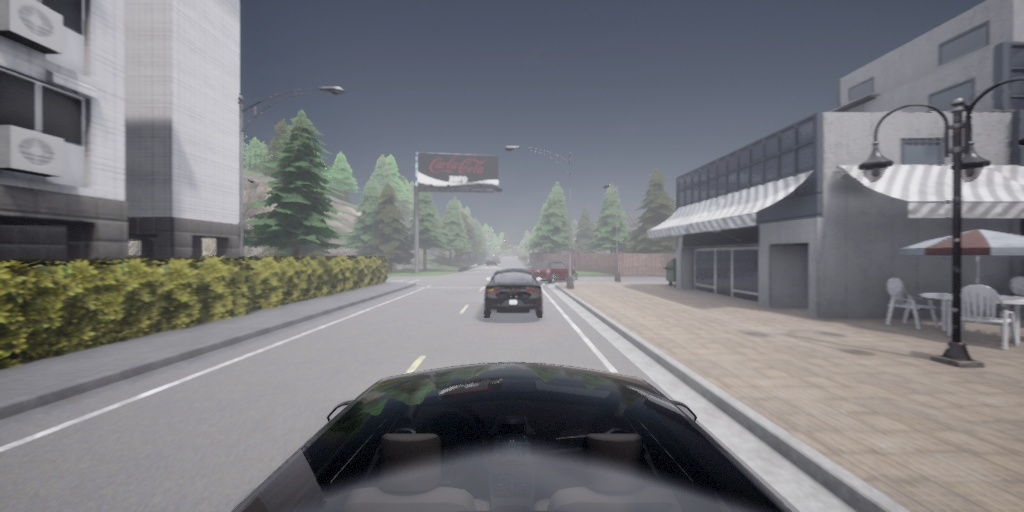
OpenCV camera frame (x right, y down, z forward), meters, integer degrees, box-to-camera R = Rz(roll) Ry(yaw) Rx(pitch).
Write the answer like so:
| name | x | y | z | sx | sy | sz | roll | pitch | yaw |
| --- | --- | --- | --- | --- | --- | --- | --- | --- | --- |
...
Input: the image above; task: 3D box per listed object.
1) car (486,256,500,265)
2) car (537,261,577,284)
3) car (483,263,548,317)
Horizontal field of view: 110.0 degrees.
| name | x | y | z | sx | sy | sz | roll | pitch | yaw |
| --- | --- | --- | --- | --- | --- | --- | --- | --- | --- |
| car | -3.547 | 1.126 | 62.814 | 1.895 | 1.301 | 4.718 | 0 | 0 | 0 |
| car | 3.311 | 1.168 | 28.245 | 2.097 | 1.767 | 4.553 | 2 | 2 | 39 |
| car | 0.054 | 1.187 | 12.951 | 1.882 | 1.535 | 5.008 | 0 | 0 | 0 |
